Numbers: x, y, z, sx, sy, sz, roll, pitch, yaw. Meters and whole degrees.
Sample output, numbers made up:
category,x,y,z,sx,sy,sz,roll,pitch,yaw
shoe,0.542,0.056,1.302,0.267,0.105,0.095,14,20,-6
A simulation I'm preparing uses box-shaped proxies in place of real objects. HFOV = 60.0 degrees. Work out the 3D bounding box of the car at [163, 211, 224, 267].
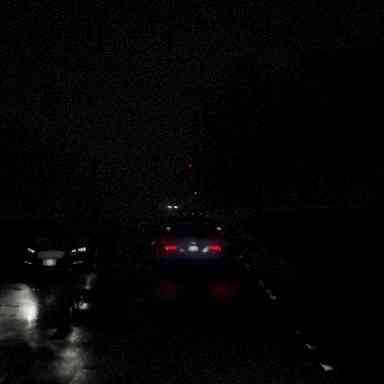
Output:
category,x,y,z,sx,sy,sz,roll,pitch,yaw
car,0.056,1.592,11.517,2.033,1.411,5.357,0,0,0

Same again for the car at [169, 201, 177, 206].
category,x,y,z,sx,sy,sz,roll,pitch,yaw
car,-4.547,2.779,80.377,1.895,1.301,4.718,0,-1,-1

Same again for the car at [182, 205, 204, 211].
category,x,y,z,sx,sy,sz,roll,pitch,yaw
car,0.047,1.738,27.496,1.895,1.301,4.718,0,0,0

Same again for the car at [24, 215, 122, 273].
category,x,y,z,sx,sy,sz,roll,pitch,yaw
car,-3.594,1.532,10.863,2.128,1.511,4.902,0,0,0
